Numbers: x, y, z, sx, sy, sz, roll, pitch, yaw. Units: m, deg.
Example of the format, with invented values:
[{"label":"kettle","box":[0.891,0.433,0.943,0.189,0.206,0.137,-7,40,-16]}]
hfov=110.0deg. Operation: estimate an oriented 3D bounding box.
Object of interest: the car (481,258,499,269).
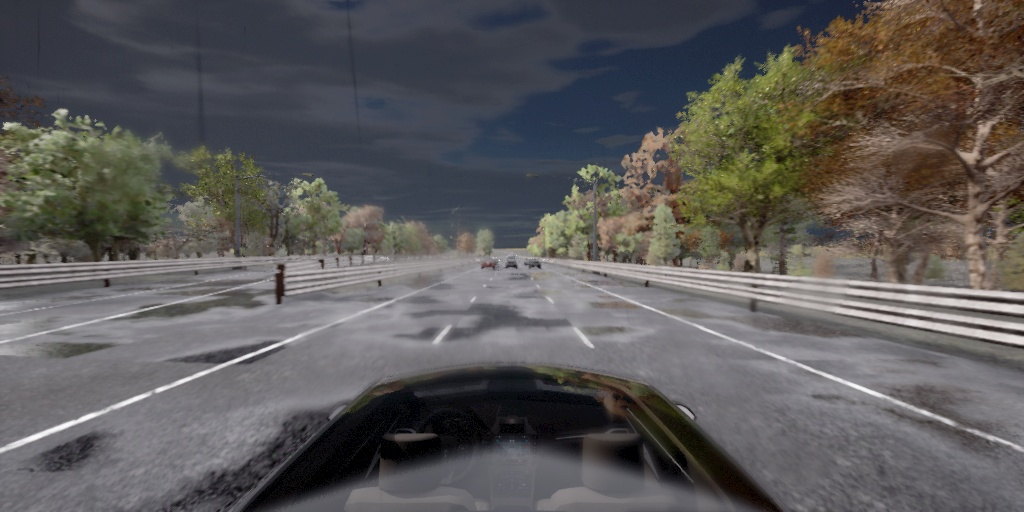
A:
[{"label":"car","box":[-3.572,1.062,55.040,2.097,1.767,4.553,0,0,0]}]

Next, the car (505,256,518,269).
[{"label":"car","box":[-0.071,1.212,54.658,1.837,1.490,4.892,0,0,0]}]

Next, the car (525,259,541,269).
[{"label":"car","box":[3.428,1.208,54.663,1.837,1.490,4.892,0,0,0]}]
